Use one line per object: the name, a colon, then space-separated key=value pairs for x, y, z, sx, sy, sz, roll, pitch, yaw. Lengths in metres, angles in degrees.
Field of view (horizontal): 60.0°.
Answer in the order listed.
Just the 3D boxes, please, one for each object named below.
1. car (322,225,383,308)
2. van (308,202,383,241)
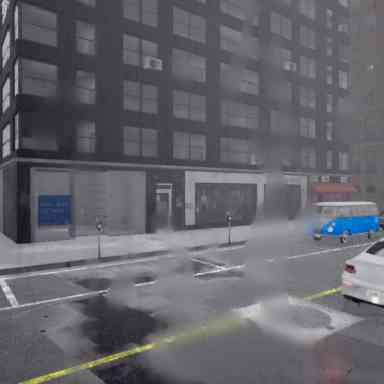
car: x=4.888 y=1.526 z=6.795 sx=4.674 sy=1.442 sz=1.812 roll=0 pitch=0 yaw=-36
van: x=7.074 y=1.342 z=15.444 sx=3.998 sy=1.788 sz=1.690 roll=0 pitch=0 yaw=-36
